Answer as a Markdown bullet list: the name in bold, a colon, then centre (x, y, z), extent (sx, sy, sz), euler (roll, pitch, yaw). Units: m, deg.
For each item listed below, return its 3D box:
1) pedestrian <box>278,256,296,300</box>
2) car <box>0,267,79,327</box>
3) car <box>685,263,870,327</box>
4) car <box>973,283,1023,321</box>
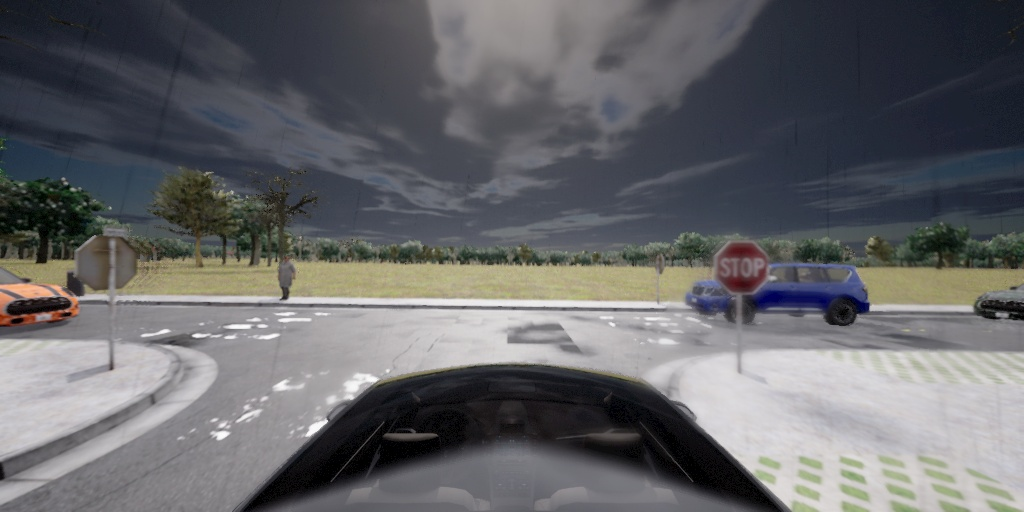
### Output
- **pedestrian**: centre (-9.710, 0.922, 15.391), extent (0.375, 1.860, 0.375), euler (0, -1, 0)
- **car**: centre (-14.629, 1.008, 9.496), extent (4.553, 1.767, 2.097), euler (1, 0, 0)
- **car**: centre (9.161, 1.251, 12.609), extent (5.566, 2.045, 2.150), euler (1, 0, 0)
- **car**: centre (19.524, 1.526, 12.669), extent (4.553, 1.767, 2.097), euler (1, 0, -1)
